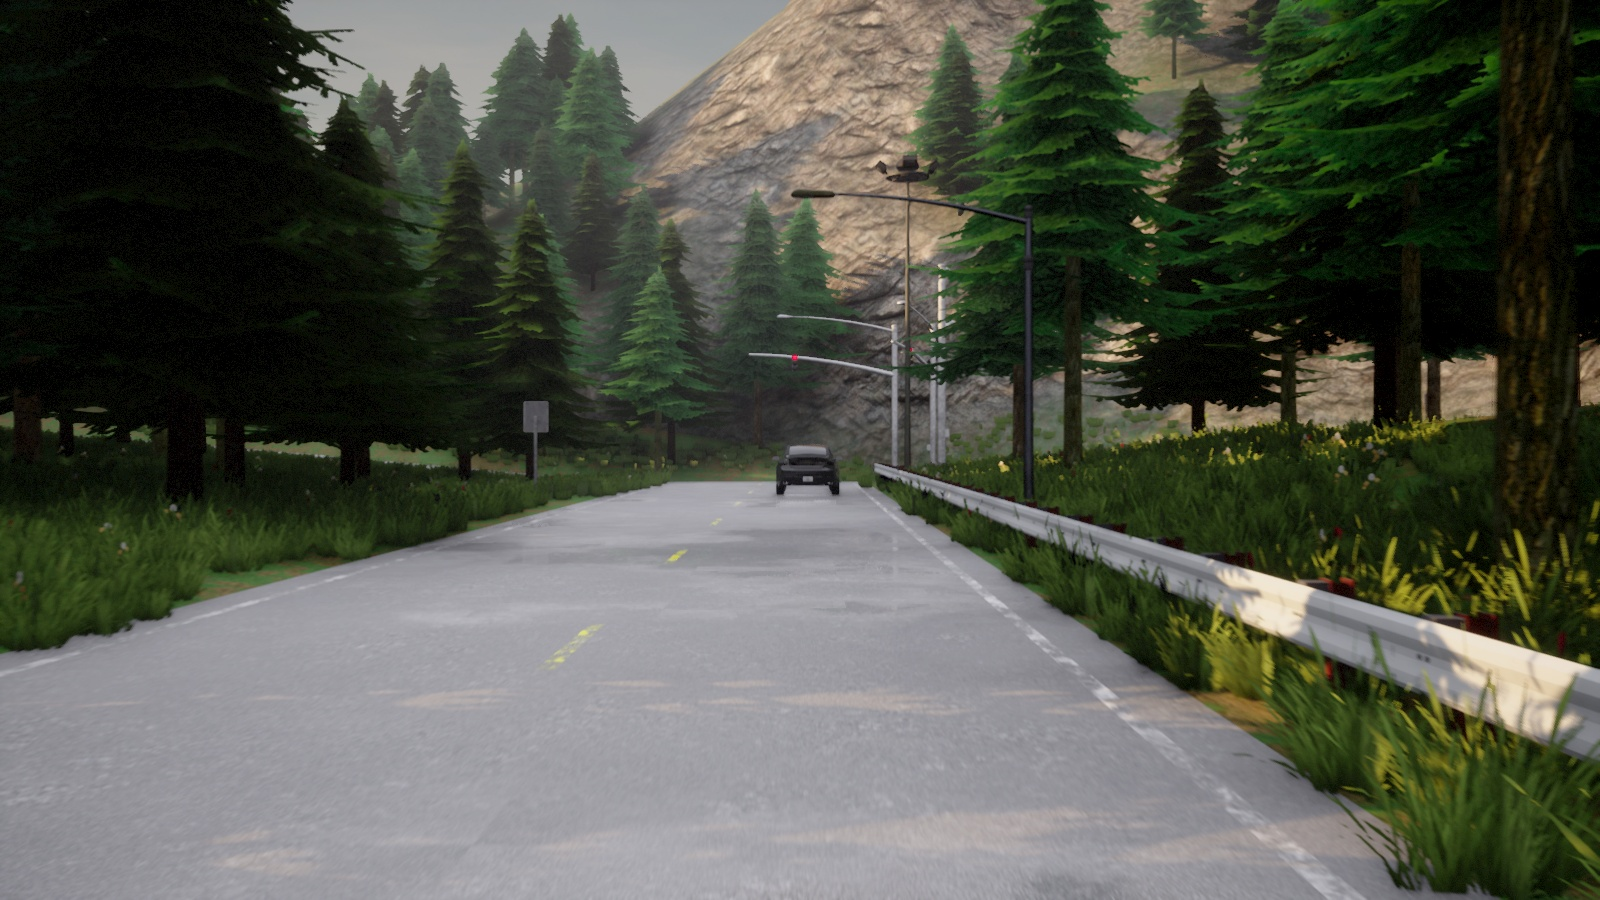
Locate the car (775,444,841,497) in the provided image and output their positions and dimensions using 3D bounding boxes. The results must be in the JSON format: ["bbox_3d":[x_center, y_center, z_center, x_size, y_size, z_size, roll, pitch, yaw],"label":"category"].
[{"bbox_3d":[0.230,0.566,37.683,1.837,1.490,4.892,0,0,0],"label":"car"}]
